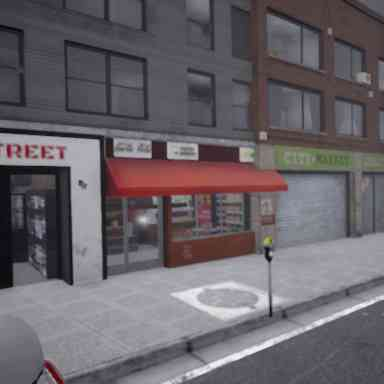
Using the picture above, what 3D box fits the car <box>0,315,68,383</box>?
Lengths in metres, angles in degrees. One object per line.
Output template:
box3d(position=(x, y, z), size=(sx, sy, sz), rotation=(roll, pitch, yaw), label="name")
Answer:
box3d(position=(-2.209, 1.459, 0.847), size=(4.097, 1.590, 1.967), rotation=(-1, 0, -35), label="car")
